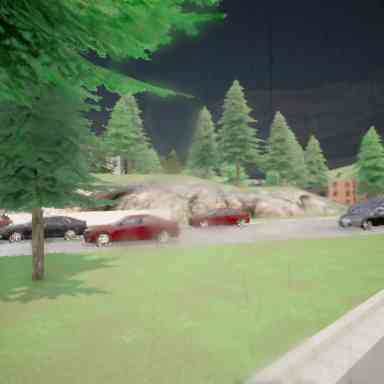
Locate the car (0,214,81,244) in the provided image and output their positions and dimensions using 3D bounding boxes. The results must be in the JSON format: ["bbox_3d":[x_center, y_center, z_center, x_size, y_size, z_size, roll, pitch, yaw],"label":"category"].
[{"bbox_3d":[-8.657,2.153,19.730,4.892,1.490,1.837,-1,-1,-16],"label":"car"}]

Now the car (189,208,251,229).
[{"bbox_3d":[2.192,2.042,26.460,5.008,1.535,1.882,-1,-1,-17],"label":"car"}]

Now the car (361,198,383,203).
[{"bbox_3d":[15.712,1.536,28.427,5.566,2.045,2.150,0,-2,-30],"label":"car"}]

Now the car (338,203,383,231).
[{"bbox_3d":[12.191,1.750,22.657,4.902,1.511,2.128,-1,-1,-24],"label":"car"}]

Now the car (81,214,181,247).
[{"bbox_3d":[-3.110,1.958,17.686,5.008,1.535,1.882,-1,-1,-16],"label":"car"}]
